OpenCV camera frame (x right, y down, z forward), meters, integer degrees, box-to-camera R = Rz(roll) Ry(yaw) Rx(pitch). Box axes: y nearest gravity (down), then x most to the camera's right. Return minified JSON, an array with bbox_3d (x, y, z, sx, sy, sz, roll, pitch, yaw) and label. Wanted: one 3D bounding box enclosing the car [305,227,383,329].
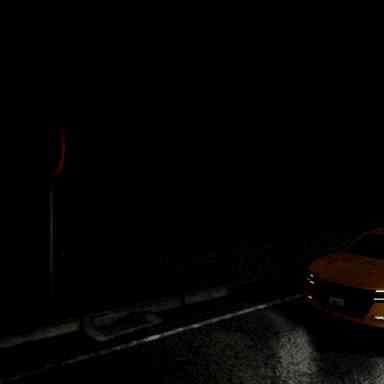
[{"bbox_3d":[4.361,1.482,6.797,5.008,1.535,1.882,0,0,-35],"label":"car"}]
